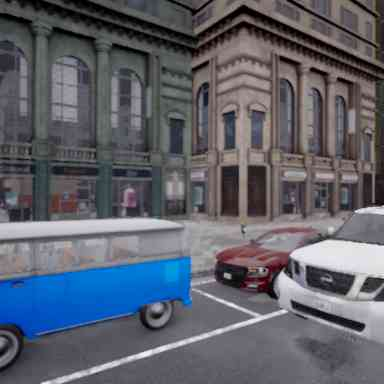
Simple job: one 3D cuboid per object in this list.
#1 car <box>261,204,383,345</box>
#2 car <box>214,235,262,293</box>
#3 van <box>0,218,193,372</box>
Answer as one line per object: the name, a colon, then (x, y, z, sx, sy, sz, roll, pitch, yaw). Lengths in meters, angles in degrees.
car: (4.109, 1.269, 6.298, 5.566, 2.045, 2.150, 0, 0, -35)
car: (2.602, 1.593, 8.529, 4.507, 1.381, 1.887, 0, -1, -36)
van: (-1.894, 1.352, 5.320, 3.998, 1.788, 1.690, 0, 0, -36)
